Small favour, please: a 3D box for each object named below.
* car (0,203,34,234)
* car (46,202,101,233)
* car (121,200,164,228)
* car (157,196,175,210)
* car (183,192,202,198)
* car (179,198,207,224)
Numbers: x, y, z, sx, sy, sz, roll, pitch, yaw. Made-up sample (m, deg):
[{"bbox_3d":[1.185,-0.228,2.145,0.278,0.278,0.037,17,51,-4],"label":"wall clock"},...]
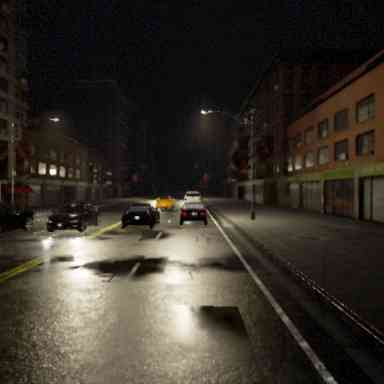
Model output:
[{"bbox_3d":[-9.847,1.373,16.772,1.882,1.535,5.008,0,0,0],"label":"car"},{"bbox_3d":[-6.595,1.387,18.988,1.837,1.490,4.892,0,0,0],"label":"car"},{"bbox_3d":[-3.148,1.434,21.054,1.994,1.385,4.181,0,0,0],"label":"car"},{"bbox_3d":[-3.149,1.243,39.385,1.882,1.535,5.008,0,0,0],"label":"car"},{"bbox_3d":[0.094,0.982,40.662,2.150,2.045,5.566,0,1,0],"label":"car"},{"bbox_3d":[0.100,1.404,23.270,2.033,1.411,5.357,0,0,0],"label":"car"}]
